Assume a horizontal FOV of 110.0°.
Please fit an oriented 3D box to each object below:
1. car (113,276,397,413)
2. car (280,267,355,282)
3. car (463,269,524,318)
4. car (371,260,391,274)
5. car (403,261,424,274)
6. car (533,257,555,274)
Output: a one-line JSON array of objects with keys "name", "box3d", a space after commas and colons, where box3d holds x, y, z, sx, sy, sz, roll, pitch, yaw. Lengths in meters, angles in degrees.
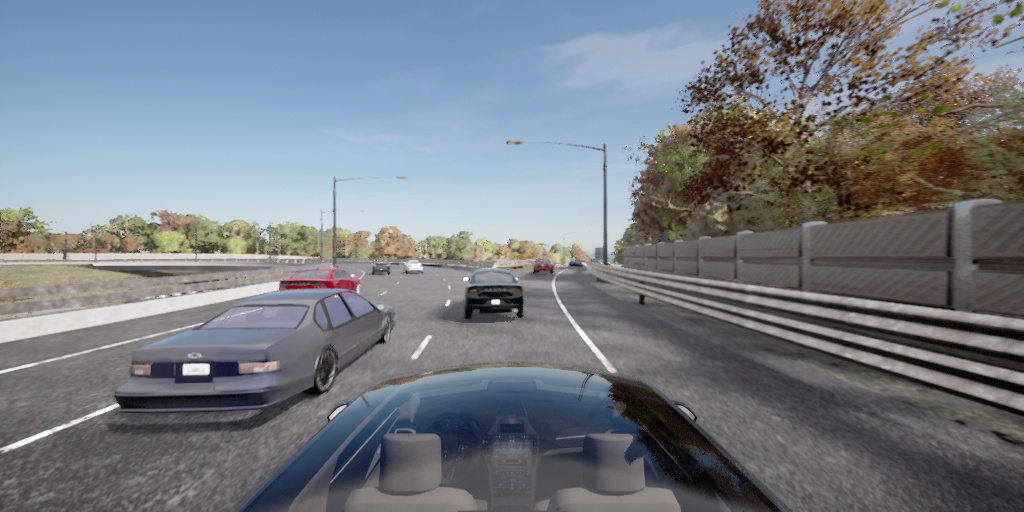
[{"name": "car", "box3d": [-3.650, 1.301, 6.499, 2.033, 1.411, 5.357, 0, 0, -3]}, {"name": "car", "box3d": [-8.106, 1.229, 15.589, 1.882, 1.535, 5.008, 0, 0, -7]}, {"name": "car", "box3d": [-0.745, 1.208, 13.054, 1.882, 1.535, 5.008, 0, 0, -6]}, {"name": "car", "box3d": [-14.541, 1.218, 39.849, 2.128, 1.511, 4.902, 0, 0, -21]}, {"name": "car", "box3d": [-11.433, 1.238, 41.464, 1.812, 1.442, 4.674, 0, 0, -21]}, {"name": "car", "box3d": [3.651, 1.014, 39.941, 2.097, 1.767, 4.553, 0, 0, 11]}]
